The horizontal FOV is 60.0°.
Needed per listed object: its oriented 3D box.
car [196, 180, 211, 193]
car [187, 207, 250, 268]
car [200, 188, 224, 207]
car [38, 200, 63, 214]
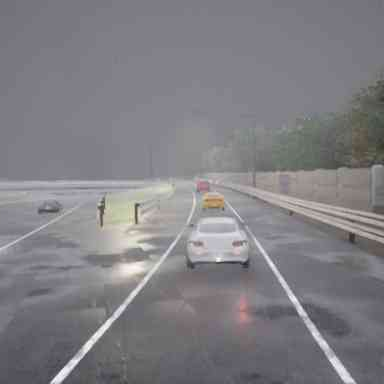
[{"bbox_3d":[1.893,-0.957,56.258,2.150,2.045,5.566,-1,4,-2],"label":"car"},{"bbox_3d":[0.864,1.501,11.178,1.812,1.442,4.674,-1,1,4],"label":"car"},{"bbox_3d":[1.922,0.766,30.565,1.882,1.535,5.008,-1,3,2],"label":"car"},{"bbox_3d":[-14.962,1.535,35.295,1.994,1.385,4.181,-1,1,-14],"label":"car"}]
